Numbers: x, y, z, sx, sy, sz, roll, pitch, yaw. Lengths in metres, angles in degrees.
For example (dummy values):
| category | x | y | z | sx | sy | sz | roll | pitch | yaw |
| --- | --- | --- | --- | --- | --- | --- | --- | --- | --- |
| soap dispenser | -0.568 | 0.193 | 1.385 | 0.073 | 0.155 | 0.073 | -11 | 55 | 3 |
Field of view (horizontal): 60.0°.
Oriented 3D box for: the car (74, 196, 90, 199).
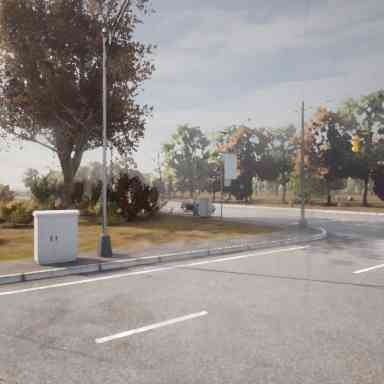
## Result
| category | x | y | z | sx | sy | sz | roll | pitch | yaw |
| --- | --- | --- | --- | --- | --- | --- | --- | --- | --- |
| car | -28.461 | 1.007 | 84.889 | 4.553 | 1.767 | 2.097 | 1 | 0 | 41 |

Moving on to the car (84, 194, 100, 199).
| category | x | y | z | sx | sy | sz | roll | pitch | yaw |
| --- | --- | --- | --- | --- | --- | --- | --- | --- | --- |
| car | -26.301 | 1.253 | 87.664 | 4.718 | 1.301 | 1.895 | 1 | 0 | 41 |

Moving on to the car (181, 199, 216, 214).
| category | x | y | z | sx | sy | sz | roll | pitch | yaw |
| --- | --- | --- | --- | --- | --- | --- | --- | --- | --- |
| car | 0.654 | 1.484 | 35.971 | 2.128 | 1.511 | 4.902 | 0 | 0 | -33 |
